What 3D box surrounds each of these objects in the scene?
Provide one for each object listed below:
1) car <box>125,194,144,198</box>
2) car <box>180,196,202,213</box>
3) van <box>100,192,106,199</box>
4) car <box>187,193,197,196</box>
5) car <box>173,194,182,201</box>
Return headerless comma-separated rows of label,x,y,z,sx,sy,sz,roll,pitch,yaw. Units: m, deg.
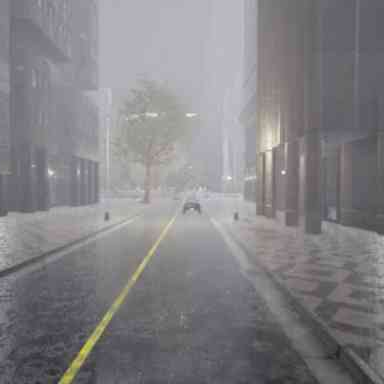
car,-14.942,1.148,89.706,4.403,1.369,2.008,0,1,0
car,0.009,1.472,35.591,1.837,1.490,4.892,0,-1,0
van,-25.994,0.997,89.767,3.998,1.788,1.690,0,1,0
car,-0.010,0.924,68.054,2.033,1.411,5.357,0,0,0
car,-3.010,1.211,69.359,2.033,1.411,5.357,0,0,0
